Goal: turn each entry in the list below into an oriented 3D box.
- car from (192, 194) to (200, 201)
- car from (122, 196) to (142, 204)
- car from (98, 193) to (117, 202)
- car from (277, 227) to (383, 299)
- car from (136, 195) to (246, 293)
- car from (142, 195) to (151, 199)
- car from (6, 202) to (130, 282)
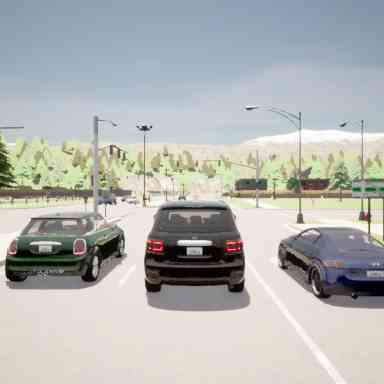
[{"bbox_3d":[1.089,1.311,83.377,1.882,1.535,5.008,0,0,1],"label":"car"},{"bbox_3d":[-10.854,1.525,60.922,1.812,1.442,4.674,0,0,1],"label":"car"},{"bbox_3d":[-14.436,1.222,56.709,2.150,2.045,5.566,0,0,1],"label":"car"},{"bbox_3d":[3.575,1.564,8.485,1.994,1.385,4.181,0,0,0],"label":"car"},{"bbox_3d":[0.072,1.221,9.030,2.150,2.045,5.566,0,0,0],"label":"car"},{"bbox_3d":[-10.525,1.365,76.573,1.882,1.535,5.008,0,0,1],"label":"car"},{"bbox_3d":[-3.420,1.352,9.924,2.097,1.767,4.553,0,0,0],"label":"car"}]
